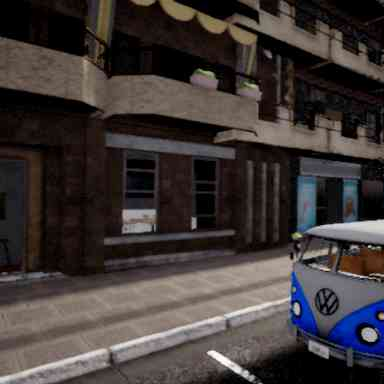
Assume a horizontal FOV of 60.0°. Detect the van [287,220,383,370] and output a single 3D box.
[{"bbox_3d":[3.217,1.341,5.141,3.998,1.788,1.690,0,1,-35],"label":"van"}]
